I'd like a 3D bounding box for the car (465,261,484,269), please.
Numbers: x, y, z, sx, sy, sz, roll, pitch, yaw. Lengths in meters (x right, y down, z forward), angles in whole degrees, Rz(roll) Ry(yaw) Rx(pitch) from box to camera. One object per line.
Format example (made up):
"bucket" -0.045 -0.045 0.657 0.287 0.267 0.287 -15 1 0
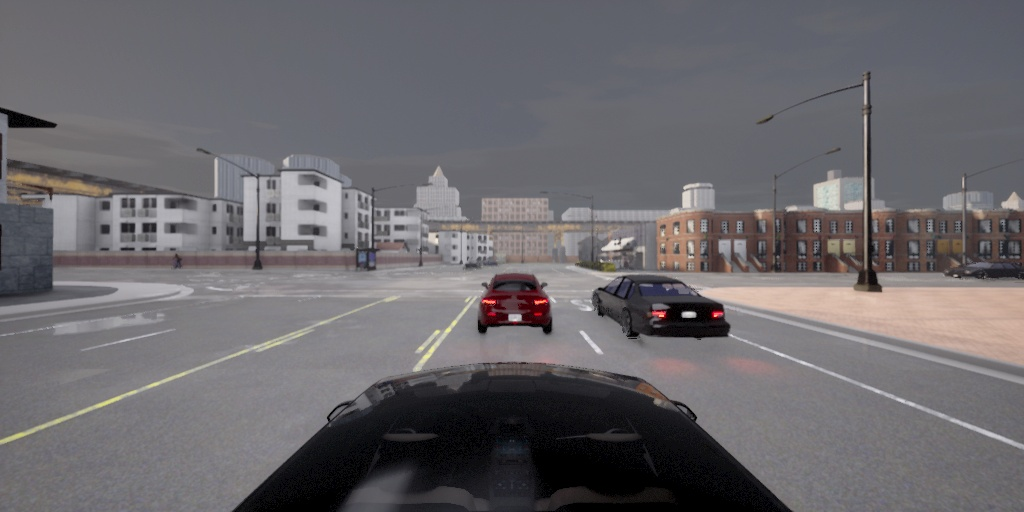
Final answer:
"car" -6.035 1.358 55.760 1.895 1.301 4.718 0 0 4

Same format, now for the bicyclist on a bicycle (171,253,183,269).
"bicyclist on a bicycle" -34.010 0.548 36.418 0.582 1.620 1.656 1 0 -11

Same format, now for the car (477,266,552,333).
"car" 0.073 1.184 10.230 1.812 1.442 4.674 0 0 0

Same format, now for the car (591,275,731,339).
"car" 3.573 1.209 9.721 2.033 1.411 5.357 0 0 0

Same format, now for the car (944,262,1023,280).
"car" 38.111 1.175 28.594 5.357 1.411 2.033 0 0 1
